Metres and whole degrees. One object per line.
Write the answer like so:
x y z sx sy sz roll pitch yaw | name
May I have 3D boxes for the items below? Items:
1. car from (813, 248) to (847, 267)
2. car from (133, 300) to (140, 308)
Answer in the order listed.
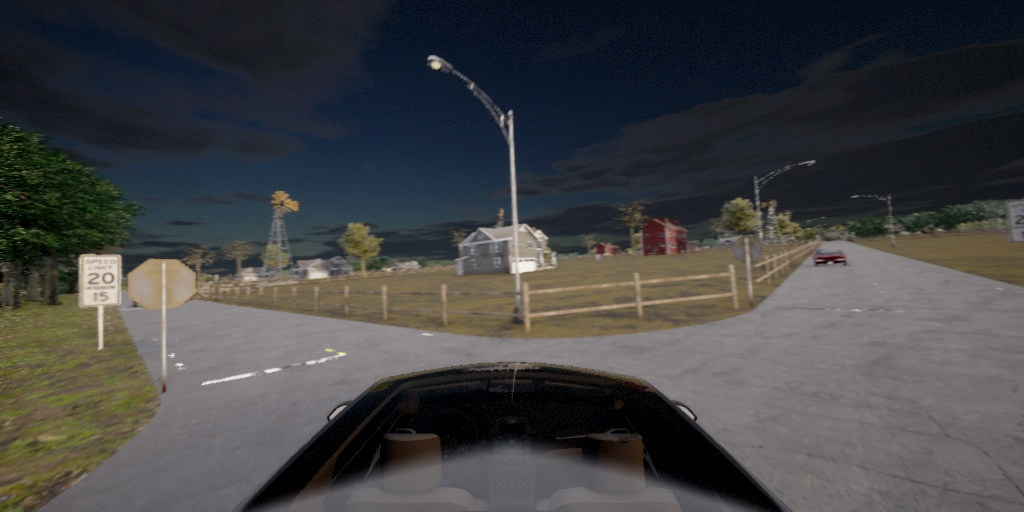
24.148 0.099 27.274 1.895 1.301 4.718 -5 -1 41 | car
-35.686 4.167 35.041 4.892 1.490 1.837 -5 -3 42 | car
